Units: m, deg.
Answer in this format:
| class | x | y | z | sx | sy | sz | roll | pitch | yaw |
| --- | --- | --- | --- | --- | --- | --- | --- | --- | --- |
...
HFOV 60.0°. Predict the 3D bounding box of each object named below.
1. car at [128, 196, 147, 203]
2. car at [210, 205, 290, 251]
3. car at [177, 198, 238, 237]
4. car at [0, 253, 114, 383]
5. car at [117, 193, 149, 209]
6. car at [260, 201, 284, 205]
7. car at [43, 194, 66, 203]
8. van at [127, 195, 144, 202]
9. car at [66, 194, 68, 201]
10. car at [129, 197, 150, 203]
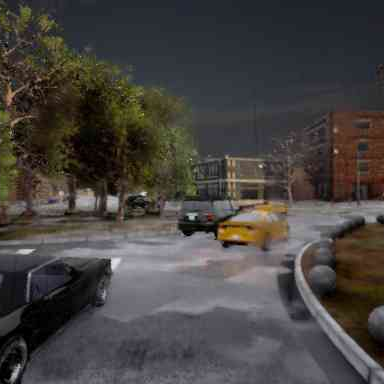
| class | x | y | z | sx | sy | sz | roll | pitch | yaw |
| --- | --- | --- | --- | --- | --- | --- | --- | --- | --- |
| car | -14.335 | 1.858 | 87.394 | 4.553 | 1.767 | 2.185 | 0 | 0 | -15 |
| car | 2.872 | 1.542 | 14.634 | 1.882 | 1.535 | 5.008 | 0 | -1 | 30 |
| car | 1.386 | 1.321 | 18.222 | 2.150 | 2.045 | 5.566 | 0 | 0 | 32 |
| car | -2.764 | 1.604 | 5.102 | 1.895 | 1.301 | 4.718 | 0 | 0 | 5 |
| car | -9.649 | 1.628 | 54.208 | 2.150 | 2.045 | 5.566 | 0 | 0 | -35 |
| car | 8.730 | 1.737 | 36.707 | 1.882 | 1.535 | 5.008 | 1 | -1 | -12 |
| car | -32.848 | 1.799 | 78.649 | 4.553 | 1.767 | 2.185 | 0 | 0 | -15 |
| van | -15.237 | 1.754 | 90.162 | 4.442 | 1.987 | 1.878 | 0 | 0 | -15 |
| car | -33.606 | 1.923 | 81.306 | 5.008 | 1.535 | 2.097 | 0 | 0 | -15 |
| car | -12.975 | 2.009 | 82.131 | 4.792 | 1.488 | 2.163 | 0 | 0 | -15 |
